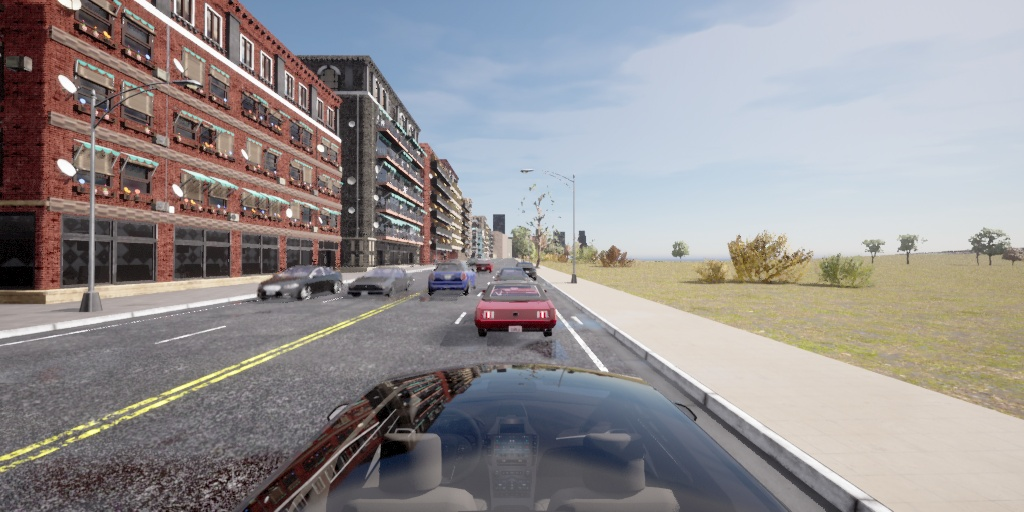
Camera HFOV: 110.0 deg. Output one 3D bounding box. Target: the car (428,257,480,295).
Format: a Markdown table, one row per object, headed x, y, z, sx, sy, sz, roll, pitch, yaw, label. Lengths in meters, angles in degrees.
| x | y | z | sx | sy | sz | roll | pitch | yaw | label |
| --- | --- | --- | --- | --- | --- | --- | --- | --- | --- |
| -3.204 | 1.103 | 19.992 | 2.097 | 1.767 | 4.553 | 0 | 0 | 0 | car |

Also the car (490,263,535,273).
| x | y | z | sx | sy | sz | roll | pitch | yaw | label |
| --- | --- | --- | --- | --- | --- | --- | --- | --- | --- |
| 0.036 | 1.317 | 20.305 | 1.994 | 1.385 | 4.181 | 0 | 0 | 0 | car |

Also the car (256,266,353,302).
| x | y | z | sx | sy | sz | roll | pitch | yaw | label |
| --- | --- | --- | --- | --- | --- | --- | --- | --- | --- |
| -9.897 | 1.244 | 17.161 | 2.128 | 1.511 | 4.902 | 0 | 0 | 0 | car |

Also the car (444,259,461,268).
| x | y | z | sx | sy | sz | roll | pitch | yaw | label |
| --- | --- | --- | --- | --- | --- | --- | --- | --- | --- |
| -10.000 | 1.245 | 60.568 | 2.128 | 1.511 | 4.902 | 0 | 0 | 0 | car |

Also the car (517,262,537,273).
| x | y | z | sx | sy | sz | roll | pitch | yaw | label |
| --- | --- | --- | --- | --- | --- | --- | --- | --- | --- |
| 1.052 | 1.259 | 30.298 | 1.837 | 1.490 | 4.892 | 0 | 0 | 0 | car |

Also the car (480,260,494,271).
| x | y | z | sx | sy | sz | roll | pitch | yaw | label |
| --- | --- | --- | --- | --- | --- | --- | --- | --- | --- |
| -3.274 | 1.231 | 43.244 | 1.882 | 1.535 | 5.008 | 0 | 0 | 0 | car |

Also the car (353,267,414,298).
| x | y | z | sx | sy | sz | roll | pitch | yaw | label |
| --- | --- | --- | --- | --- | --- | --- | --- | --- | --- |
| -6.652 | 1.300 | 18.819 | 2.033 | 1.411 | 5.357 | 0 | 0 | 0 | car |

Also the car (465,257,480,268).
| x | y | z | sx | sy | sz | roll | pitch | yaw | label |
| --- | --- | --- | --- | --- | --- | --- | --- | --- | --- |
| -6.751 | 1.103 | 61.408 | 2.097 | 1.767 | 4.553 | 0 | 0 | 0 | car |

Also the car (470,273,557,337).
| x | y | z | sx | sy | sz | roll | pitch | yaw | label |
| --- | --- | --- | --- | --- | --- | --- | --- | --- | --- |
| 0.075 | 1.352 | 10.274 | 1.895 | 1.301 | 4.718 | 0 | 0 | 0 | car |
